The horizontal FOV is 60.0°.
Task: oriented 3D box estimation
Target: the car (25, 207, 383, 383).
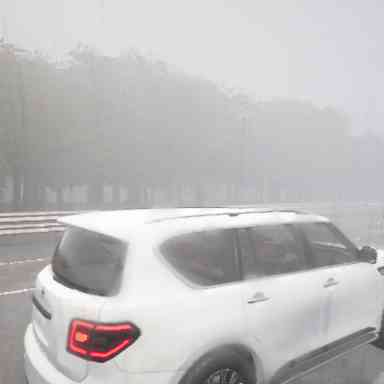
[{"bbox_3d":[0.861,1.223,4.484,5.566,2.045,2.150,0,0,-35],"label":"car"}]
